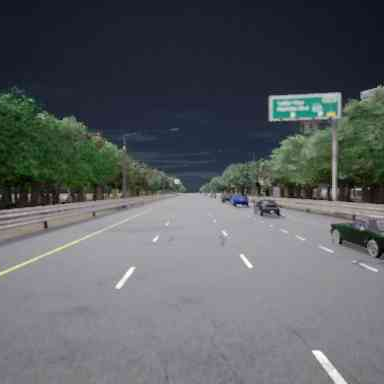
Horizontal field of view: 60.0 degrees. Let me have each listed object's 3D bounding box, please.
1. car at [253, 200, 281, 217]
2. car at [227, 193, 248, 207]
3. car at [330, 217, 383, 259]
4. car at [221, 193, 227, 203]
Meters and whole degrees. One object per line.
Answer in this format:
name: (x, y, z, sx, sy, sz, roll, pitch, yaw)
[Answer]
car: (7.045, 1.490, 31.675, 1.837, 1.490, 4.892, 0, 0, 0)
car: (7.079, 1.214, 49.993, 2.150, 2.045, 5.566, 0, 0, 0)
car: (7.008, 1.597, 12.620, 1.895, 1.301, 4.718, 0, 0, 0)
car: (7.112, 1.188, 67.965, 2.150, 2.045, 5.566, 0, 0, 0)
